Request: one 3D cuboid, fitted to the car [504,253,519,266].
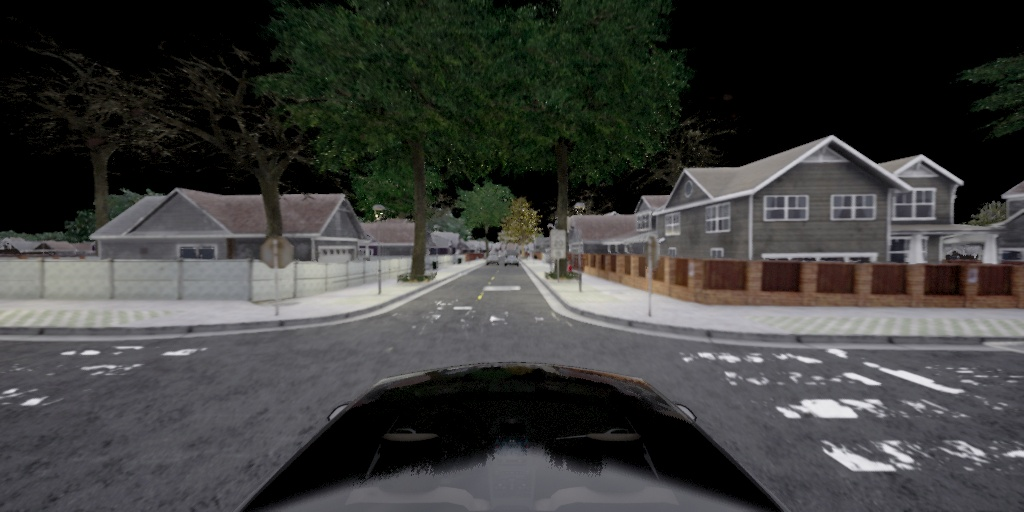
[{"bbox_3d":[-0.051,0.677,48.203,1.994,1.385,4.181,-1,1,0],"label":"car"}]

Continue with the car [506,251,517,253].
[{"bbox_3d":[-0.064,0.219,58.228,2.150,2.045,5.566,-1,1,0],"label":"car"}]

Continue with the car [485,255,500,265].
[{"bbox_3d":[-2.806,0.594,52.797,1.837,1.490,4.892,-1,1,0],"label":"car"}]
